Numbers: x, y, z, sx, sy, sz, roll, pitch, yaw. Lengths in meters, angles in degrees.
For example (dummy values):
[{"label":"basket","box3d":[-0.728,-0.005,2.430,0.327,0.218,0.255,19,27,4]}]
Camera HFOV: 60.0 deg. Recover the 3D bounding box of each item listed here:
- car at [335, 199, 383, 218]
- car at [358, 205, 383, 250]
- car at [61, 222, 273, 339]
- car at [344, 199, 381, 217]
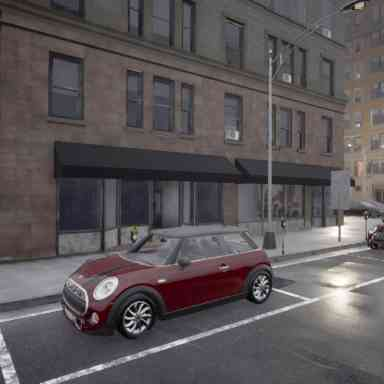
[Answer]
[{"label":"car","box3d":[15.823,1.439,30.307,1.837,1.490,4.892,1,0,-36]},{"label":"car","box3d":[8.581,1.445,12.910,4.097,1.590,1.967,0,0,-36]},{"label":"car","box3d":[-0.351,1.441,6.513,4.097,1.590,1.967,0,0,-36]},{"label":"car","box3d":[13.882,1.438,27.451,1.812,1.442,4.674,1,0,-36]}]
